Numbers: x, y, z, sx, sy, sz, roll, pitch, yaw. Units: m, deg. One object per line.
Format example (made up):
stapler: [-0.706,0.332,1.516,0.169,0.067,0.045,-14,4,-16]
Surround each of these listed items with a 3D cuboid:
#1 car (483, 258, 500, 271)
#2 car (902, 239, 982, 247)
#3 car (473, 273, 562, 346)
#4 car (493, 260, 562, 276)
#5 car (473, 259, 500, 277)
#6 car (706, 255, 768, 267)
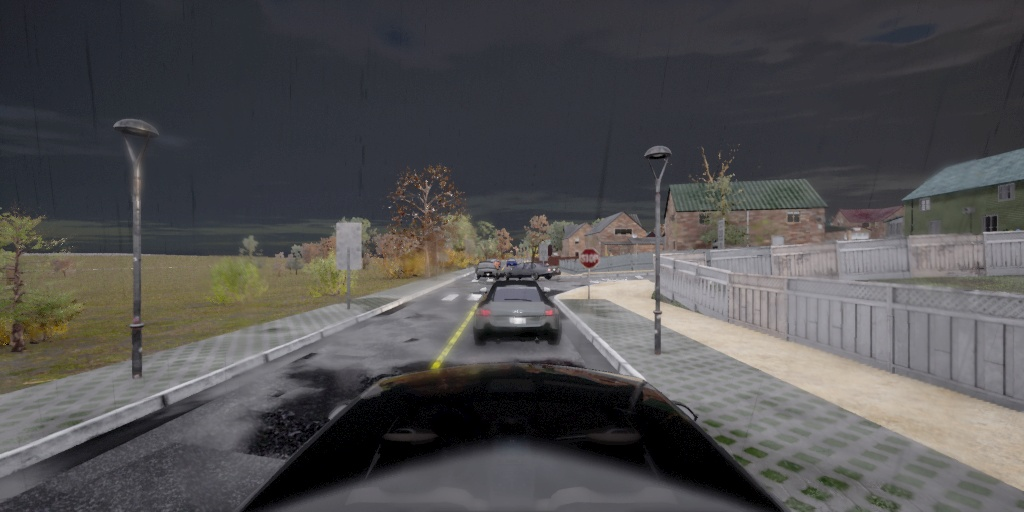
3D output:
car: [-2.887,1.121,51.194,2.097,1.767,4.553,0,0,1]
car: [23.873,-0.208,20.441,4.902,1.511,2.128,-3,0,14]
car: [0.096,1.313,9.453,1.994,1.385,4.181,0,0,-1]
car: [1.315,1.198,28.468,5.357,1.411,2.033,-4,-3,43]
car: [-2.274,1.258,31.377,1.837,1.490,4.892,0,0,-8]
car: [14.370,0.413,22.855,4.181,1.385,1.994,-3,0,16]
